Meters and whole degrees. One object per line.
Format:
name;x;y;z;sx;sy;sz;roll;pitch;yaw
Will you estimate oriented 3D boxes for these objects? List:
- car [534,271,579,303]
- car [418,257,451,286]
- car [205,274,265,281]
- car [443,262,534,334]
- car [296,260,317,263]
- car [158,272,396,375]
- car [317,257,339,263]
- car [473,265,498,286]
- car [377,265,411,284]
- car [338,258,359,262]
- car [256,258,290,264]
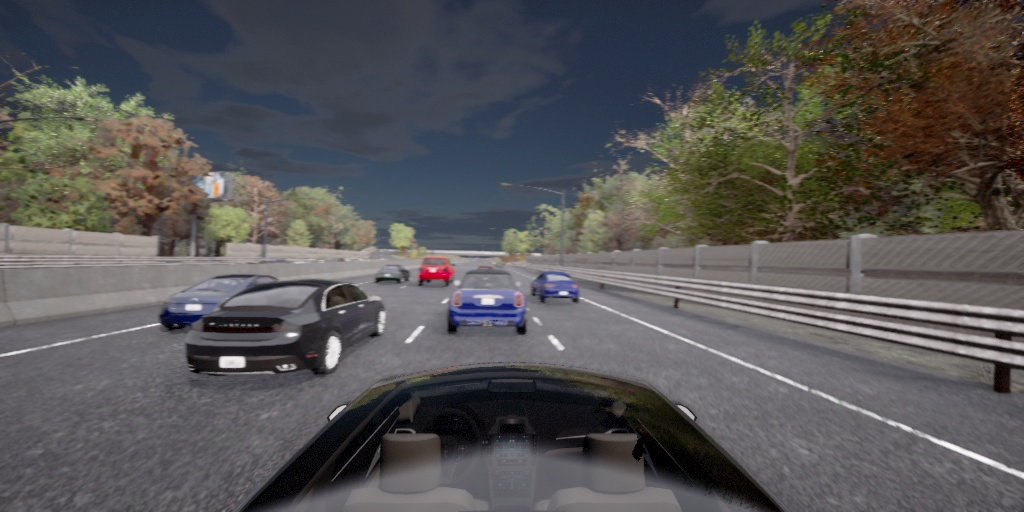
car;2.091;1.493;18.063;1.812;1.442;4.674;1;-1;-5
car;-5.498;1.089;26.625;2.150;2.045;5.566;1;-1;-4
car;-7.743;1.211;10.544;1.994;1.385;4.181;1;-1;-5
car;-0.768;1.178;11.142;2.097;1.767;4.553;1;-1;-4
car;-28.584;1.147;50.328;1.895;1.301;4.718;1;-1;-4
car;-3.974;1.212;7.276;1.837;1.490;4.892;1;-1;-4
car;-25.115;0.989;50.837;2.097;1.767;4.553;1;-1;-4
car;-2.161;1.498;28.732;1.812;1.442;4.674;1;-1;-5
car;-9.101;1.354;27.743;1.994;1.385;4.181;1;-1;-5
car;-21.466;1.269;48.773;1.994;1.385;4.181;1;-1;-4
car;-31.923;0.988;48.220;2.033;1.411;5.357;1;-1;-4
